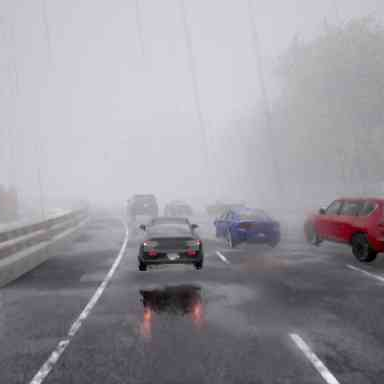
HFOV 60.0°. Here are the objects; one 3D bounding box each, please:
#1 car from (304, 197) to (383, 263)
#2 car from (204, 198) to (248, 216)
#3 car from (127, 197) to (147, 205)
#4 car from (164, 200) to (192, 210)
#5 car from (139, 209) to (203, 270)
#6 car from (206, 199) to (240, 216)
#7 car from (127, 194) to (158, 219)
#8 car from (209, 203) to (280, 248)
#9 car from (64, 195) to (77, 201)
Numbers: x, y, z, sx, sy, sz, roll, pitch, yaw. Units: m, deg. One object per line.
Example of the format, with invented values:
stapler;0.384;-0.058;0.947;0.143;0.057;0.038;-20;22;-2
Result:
car;6.177;1.192;12.131;2.150;2.045;5.566;0;0;-7
car;3.279;1.443;33.402;1.882;1.535;5.008;0;0;-30
car;-9.628;1.558;57.785;1.994;1.385;4.181;0;0;-32
car;-1.344;1.512;30.999;1.812;1.442;4.674;0;0;-17
car;-0.752;1.522;10.994;1.812;1.442;4.674;0;0;-6
car;2.706;1.452;29.568;1.882;1.535;5.008;0;-1;-15
car;-4.404;1.220;29.126;2.150;2.045;5.566;0;0;-16
car;2.269;1.461;14.924;1.882;1.535;5.008;0;0;-8
car;-31.127;1.536;84.799;1.882;1.535;5.008;0;0;-42
